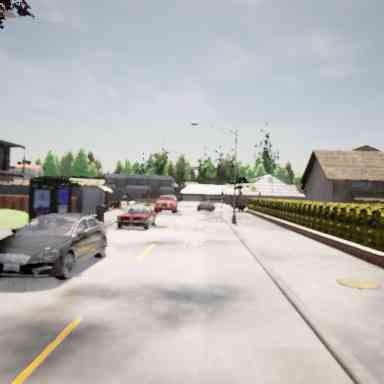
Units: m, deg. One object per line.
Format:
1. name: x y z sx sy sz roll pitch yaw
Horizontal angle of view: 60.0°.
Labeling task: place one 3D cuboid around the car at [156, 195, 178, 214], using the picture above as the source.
1. car: -2.842 1.385 38.060 2.150 2.045 5.566 2 -1 2

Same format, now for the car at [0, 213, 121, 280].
1. car: -3.887 1.419 9.786 2.128 1.511 4.902 2 0 2

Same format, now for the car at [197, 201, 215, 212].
1. car: 1.986 1.950 45.707 1.994 1.385 4.181 2 0 12

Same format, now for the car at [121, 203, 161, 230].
1. car: -3.488 1.624 21.638 1.895 1.301 4.718 2 0 2
